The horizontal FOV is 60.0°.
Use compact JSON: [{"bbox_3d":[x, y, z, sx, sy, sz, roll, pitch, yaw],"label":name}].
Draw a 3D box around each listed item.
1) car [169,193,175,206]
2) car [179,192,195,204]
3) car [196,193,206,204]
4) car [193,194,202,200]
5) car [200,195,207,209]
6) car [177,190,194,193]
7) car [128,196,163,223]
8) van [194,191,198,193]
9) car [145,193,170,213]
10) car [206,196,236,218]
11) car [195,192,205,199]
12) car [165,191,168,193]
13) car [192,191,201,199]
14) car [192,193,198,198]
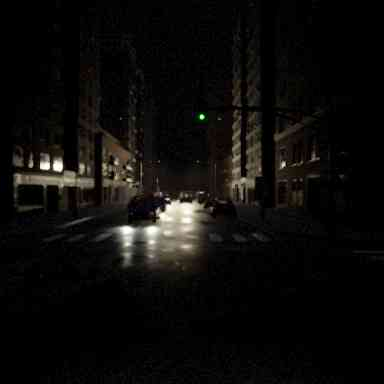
[{"bbox_3d":[-3.882,1.186,48.239,2.033,1.411,5.357,0,0,-1],"label":"car"},{"bbox_3d":[-0.953,1.178,53.063,1.994,1.385,4.181,0,0,-1],"label":"car"},{"bbox_3d":[1.969,1.215,50.402,1.802,1.307,4.206,0,0,-1],"label":"car"},{"bbox_3d":[1.291,1.072,78.668,1.802,1.307,4.206,0,0,-1],"label":"car"},{"bbox_3d":[2.241,1.295,39.099,1.802,1.307,4.206,0,0,-1],"label":"car"},{"bbox_3d":[-1.192,0.785,63.090,2.150,2.045,5.566,0,0,-1],"label":"car"},{"bbox_3d":[-3.337,1.299,23.766,1.882,1.535,5.008,0,0,-1],"label":"car"},{"bbox_3d":[1.697,0.916,61.707,1.690,1.788,3.998,0,0,-1],"label":"van"},{"bbox_3d":[-3.578,1.221,34.013,1.882,1.535,5.008,0,0,-1],"label":"car"},{"bbox_3d":[2.512,1.239,27.792,1.967,1.590,4.097,0,0,-1],"label":"car"},{"bbox_3d":[1.832,1.147,56.054,1.887,1.381,4.507,0,0,-1],"label":"car"},{"bbox_3d":[-7.229,1.005,78.312,1.752,1.417,4.829,0,0,-1],"label":"car"},{"bbox_3d":[1.155,0.776,84.319,2.192,1.841,5.009,0,0,-1],"label":"car"},{"bbox_3d":[0.880,0.927,95.797,1.752,1.417,4.829,0,0,-1],"label":"car"}]
